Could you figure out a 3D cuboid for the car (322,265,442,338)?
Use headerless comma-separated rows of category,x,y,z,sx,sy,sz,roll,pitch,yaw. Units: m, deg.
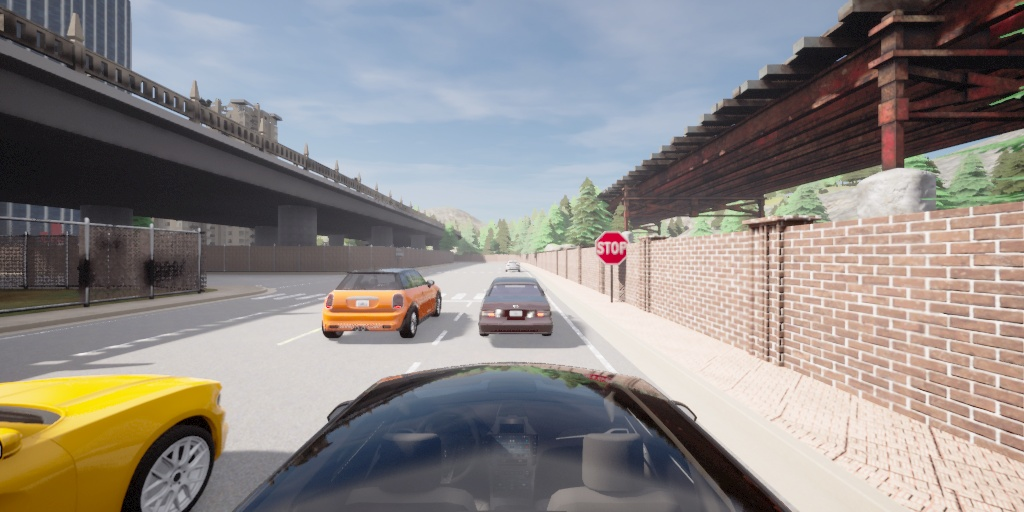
car,-3.415,1.106,10.313,2.097,1.767,4.553,0,0,0

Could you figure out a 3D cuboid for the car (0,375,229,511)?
car,-3.397,1.227,1.056,1.882,1.535,5.008,0,0,0

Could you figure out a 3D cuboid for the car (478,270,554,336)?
car,0.087,1.302,10.333,2.033,1.411,5.357,0,0,0

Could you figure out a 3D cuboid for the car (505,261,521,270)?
car,0.106,1.298,46.213,1.812,1.442,4.674,0,0,-1
